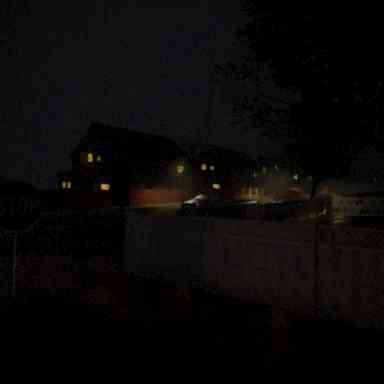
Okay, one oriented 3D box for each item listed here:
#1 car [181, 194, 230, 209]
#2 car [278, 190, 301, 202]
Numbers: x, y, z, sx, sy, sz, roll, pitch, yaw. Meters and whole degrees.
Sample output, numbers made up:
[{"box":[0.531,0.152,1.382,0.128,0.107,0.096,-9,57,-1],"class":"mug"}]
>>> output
[{"box":[1.300,0.865,28.167,2.033,1.411,5.357,3,3,35],"class":"car"},{"box":[13.300,0.482,45.087,1.882,1.535,5.008,3,2,35],"class":"car"}]
